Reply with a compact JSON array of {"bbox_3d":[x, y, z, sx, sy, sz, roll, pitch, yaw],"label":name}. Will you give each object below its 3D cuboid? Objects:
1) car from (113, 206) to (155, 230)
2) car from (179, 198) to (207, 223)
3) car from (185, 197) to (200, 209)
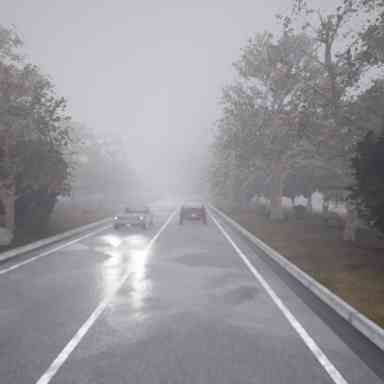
[{"bbox_3d":[-3.521,1.532,20.697,1.895,1.301,4.718,0,0,0],"label":"car"},{"bbox_3d":[0.077,1.396,24.786,1.882,1.535,5.008,0,0,0],"label":"car"},{"bbox_3d":[0.083,1.430,44.489,1.895,1.301,4.718,0,0,0],"label":"car"}]
